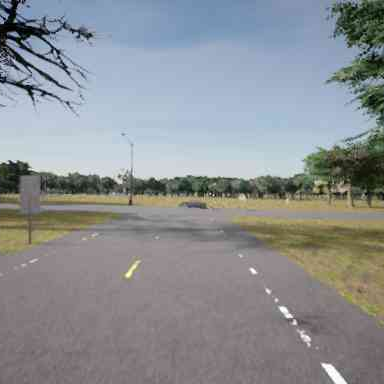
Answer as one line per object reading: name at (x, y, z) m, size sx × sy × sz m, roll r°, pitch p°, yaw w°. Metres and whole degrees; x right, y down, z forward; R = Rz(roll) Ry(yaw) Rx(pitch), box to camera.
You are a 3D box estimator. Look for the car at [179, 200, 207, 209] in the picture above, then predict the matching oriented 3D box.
car at (0.108, 1.845, 49.854) m, size 4.181 × 1.385 × 1.994 m, roll 2°, pitch 0°, yaw 0°
